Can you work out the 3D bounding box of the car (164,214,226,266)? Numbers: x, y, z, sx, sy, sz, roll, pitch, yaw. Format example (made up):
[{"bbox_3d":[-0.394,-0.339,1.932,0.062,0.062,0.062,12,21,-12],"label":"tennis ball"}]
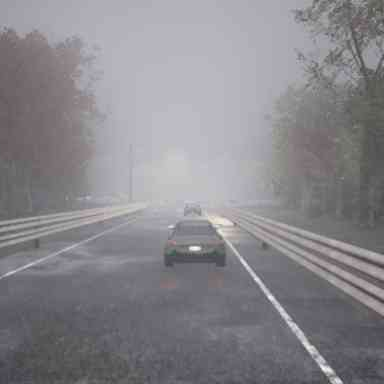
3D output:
[{"bbox_3d":[0.092,1.696,12.063,1.994,1.385,4.181,0,-1,0],"label":"car"}]

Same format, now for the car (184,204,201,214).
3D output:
[{"bbox_3d":[0.086,2.018,38.630,1.895,1.301,4.718,0,-1,0],"label":"car"}]
